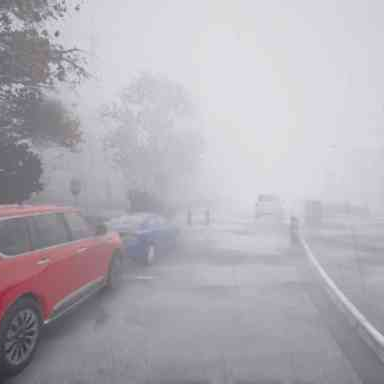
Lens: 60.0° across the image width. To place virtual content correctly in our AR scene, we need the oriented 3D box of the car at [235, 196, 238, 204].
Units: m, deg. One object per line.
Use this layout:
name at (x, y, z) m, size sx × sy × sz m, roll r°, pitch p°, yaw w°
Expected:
car at (7.484, 2.123, 76.250) m, size 4.674 × 1.452 × 2.002 m, roll -1°, pitch -1°, yaw -6°

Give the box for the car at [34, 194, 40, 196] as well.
car at (-17.489, 0.656, 33.868) m, size 4.892 × 1.490 × 1.837 m, roll 3°, pitch -1°, yaw 16°

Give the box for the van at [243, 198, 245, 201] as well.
van at (11.253, 2.069, 90.533) m, size 4.442 × 1.987 × 1.878 m, roll -1°, pitch -1°, yaw -6°

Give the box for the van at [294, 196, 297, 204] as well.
van at (22.422, 1.714, 63.227) m, size 4.442 × 1.987 × 1.878 m, roll 1°, pitch 0°, yaw -6°

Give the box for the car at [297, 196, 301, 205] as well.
car at (19.588, 1.841, 51.870) m, size 4.792 × 1.488 × 2.163 m, roll 1°, pitch 0°, yaw -6°

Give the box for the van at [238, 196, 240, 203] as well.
van at (8.325, 1.897, 79.127) m, size 4.442 × 1.987 × 1.878 m, roll -1°, pitch -1°, yaw -6°

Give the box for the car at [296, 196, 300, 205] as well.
car at (20.353, 1.844, 54.716) m, size 4.892 × 1.521 × 2.231 m, roll 1°, pitch 0°, yaw -6°

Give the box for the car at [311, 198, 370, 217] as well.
car at (14.514, 1.593, 31.987) m, size 4.892 × 1.521 × 2.231 m, roll 1°, pitch -1°, yaw -6°

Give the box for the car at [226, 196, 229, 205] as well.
car at (3.795, 1.935, 61.992) m, size 4.792 × 1.488 × 2.163 m, roll -1°, pitch -1°, yaw -6°

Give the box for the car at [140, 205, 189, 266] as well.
car at (-1.806, 1.452, 11.665) m, size 2.097 × 1.535 × 5.008 m, roll 0°, pitch 0°, yaw 13°

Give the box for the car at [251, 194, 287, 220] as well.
car at (6.585, 1.216, 27.966) m, size 2.150 × 2.045 × 5.566 m, roll 0°, pitch -1°, yaw 17°

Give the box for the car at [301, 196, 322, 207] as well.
car at (17.615, 1.717, 43.373) m, size 5.366 × 1.575 × 1.946 m, roll 1°, pitch -1°, yaw -6°

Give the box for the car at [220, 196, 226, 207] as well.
car at (3.120, 1.747, 59.149) m, size 4.553 × 1.767 × 2.185 m, roll -1°, pitch -1°, yaw -6°

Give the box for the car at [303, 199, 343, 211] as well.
car at (18.162, 1.789, 46.190) m, size 4.674 × 1.452 × 2.002 m, roll 1°, pitch 0°, yaw -6°

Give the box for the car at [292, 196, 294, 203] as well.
car at (23.256, 1.977, 66.085) m, size 5.008 × 1.535 × 2.097 m, roll 1°, pitch -1°, yaw -6°

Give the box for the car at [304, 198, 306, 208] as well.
car at (16.705, 1.726, 40.506) m, size 4.674 × 1.452 × 2.002 m, roll 1°, pitch 0°, yaw -6°

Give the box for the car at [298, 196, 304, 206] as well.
car at (18.898, 1.781, 49.026) m, size 4.892 × 1.521 × 2.231 m, roll 1°, pitch 0°, yaw -6°

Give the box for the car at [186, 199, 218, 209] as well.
car at (1.601, 1.840, 53.434) m, size 4.792 × 1.488 × 2.163 m, roll -1°, pitch -1°, yaw -6°

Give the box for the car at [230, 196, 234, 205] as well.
car at (5.294, 1.973, 67.698) m, size 4.892 × 1.521 × 2.231 m, roll -1°, pitch -1°, yaw -6°

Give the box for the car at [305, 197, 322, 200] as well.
car at (15.981, 1.656, 37.663) m, size 4.892 × 1.521 × 2.231 m, roll 1°, pitch 0°, yaw -6°

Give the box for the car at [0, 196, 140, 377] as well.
car at (-2.943, 1.206, 5.779) m, size 2.435 × 2.045 × 5.566 m, roll 0°, pitch 0°, yaw 7°

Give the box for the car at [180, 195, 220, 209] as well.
car at (0.923, 1.527, 50.599) m, size 5.566 × 2.045 × 2.435 m, roll -1°, pitch -1°, yaw -6°

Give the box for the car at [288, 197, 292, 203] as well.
car at (26.209, 1.882, 77.456) m, size 5.566 × 2.045 × 2.435 m, roll 1°, pitch -1°, yaw -6°

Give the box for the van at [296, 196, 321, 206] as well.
van at (24.110, 1.791, 68.942) m, size 4.442 × 1.987 × 1.878 m, roll 1°, pitch -1°, yaw -6°

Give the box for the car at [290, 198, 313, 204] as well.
car at (29.277, 2.308, 88.831) m, size 5.366 × 1.575 × 1.946 m, roll 1°, pitch -1°, yaw -6°
